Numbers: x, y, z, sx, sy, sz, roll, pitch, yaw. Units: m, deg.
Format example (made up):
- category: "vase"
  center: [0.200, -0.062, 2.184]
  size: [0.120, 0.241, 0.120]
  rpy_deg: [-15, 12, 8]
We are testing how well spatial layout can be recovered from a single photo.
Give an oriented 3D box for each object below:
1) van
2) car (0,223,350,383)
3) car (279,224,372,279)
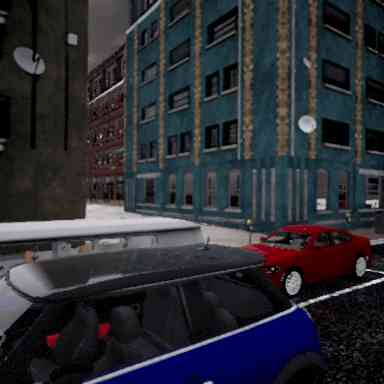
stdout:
- category: "van"
  center: [-1.626, 1.345, 5.391]
  size: [3.998, 1.788, 1.690]
  rpy_deg: [0, 0, -36]
- category: "car"
  center: [-0.990, 1.353, 2.673]
  size: [4.553, 1.767, 2.097]
  rpy_deg: [0, 0, -35]
- category: "car"
  center: [2.869, 1.561, 8.600]
  size: [4.507, 1.381, 1.887]
  rpy_deg: [0, 0, -36]
